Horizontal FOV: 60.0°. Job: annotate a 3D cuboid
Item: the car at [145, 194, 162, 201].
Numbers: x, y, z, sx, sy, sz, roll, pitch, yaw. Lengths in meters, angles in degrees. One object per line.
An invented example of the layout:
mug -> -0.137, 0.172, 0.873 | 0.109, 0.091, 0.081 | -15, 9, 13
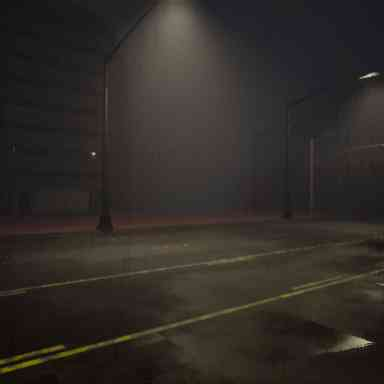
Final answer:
car -> -9.573, 1.584, 81.696 | 2.150, 2.045, 5.566 | 1, 0, -36

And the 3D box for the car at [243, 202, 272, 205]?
car -> 10.494, 1.823, 53.743 | 2.033, 1.411, 5.357 | 1, 0, -36
